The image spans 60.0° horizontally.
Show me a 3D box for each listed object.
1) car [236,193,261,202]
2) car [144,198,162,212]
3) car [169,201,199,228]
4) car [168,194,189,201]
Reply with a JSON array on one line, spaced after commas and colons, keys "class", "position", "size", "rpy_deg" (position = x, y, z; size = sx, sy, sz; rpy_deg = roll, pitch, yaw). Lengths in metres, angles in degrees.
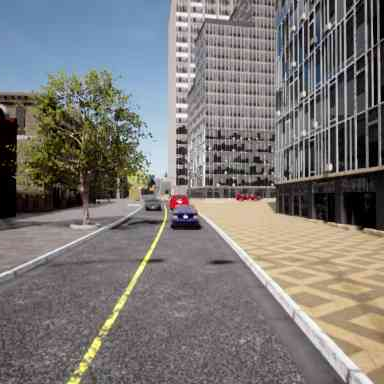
[{"class": "car", "position": [11.590, 1.211, 68.747], "size": [5.009, 1.841, 2.192], "rpy_deg": [0, -1, 13]}, {"class": "car", "position": [-4.586, 1.481, 39.597], "size": [1.882, 1.535, 5.008], "rpy_deg": [0, 0, -5]}, {"class": "car", "position": [-0.504, 1.552, 22.446], "size": [2.033, 1.411, 5.357], "rpy_deg": [0, 0, -3]}, {"class": "car", "position": [-1.510, 1.230, 38.058], "size": [2.150, 2.045, 5.566], "rpy_deg": [0, 0, -4]}]
